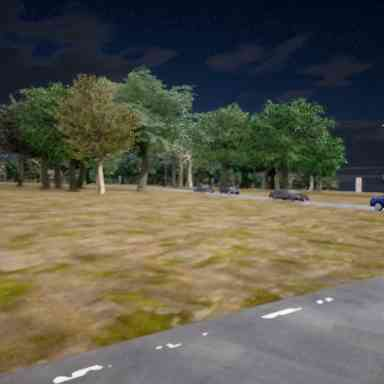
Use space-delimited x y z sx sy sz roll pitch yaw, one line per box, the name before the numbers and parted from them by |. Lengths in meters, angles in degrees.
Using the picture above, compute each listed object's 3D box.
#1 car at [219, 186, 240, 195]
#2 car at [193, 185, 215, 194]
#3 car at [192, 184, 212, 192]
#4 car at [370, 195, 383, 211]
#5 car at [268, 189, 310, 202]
car | 6.293 -0.298 56.093 1.994 1.385 4.181 1 2 -26
car | 2.062 -0.527 57.766 2.033 1.411 5.357 1 2 -26
car | 1.915 -0.726 64.883 1.994 1.385 4.181 1 2 -26
car | 17.080 0.868 26.982 1.882 1.535 5.008 1 2 -27
car | 11.226 0.368 38.889 2.033 1.411 5.357 2 2 -26
